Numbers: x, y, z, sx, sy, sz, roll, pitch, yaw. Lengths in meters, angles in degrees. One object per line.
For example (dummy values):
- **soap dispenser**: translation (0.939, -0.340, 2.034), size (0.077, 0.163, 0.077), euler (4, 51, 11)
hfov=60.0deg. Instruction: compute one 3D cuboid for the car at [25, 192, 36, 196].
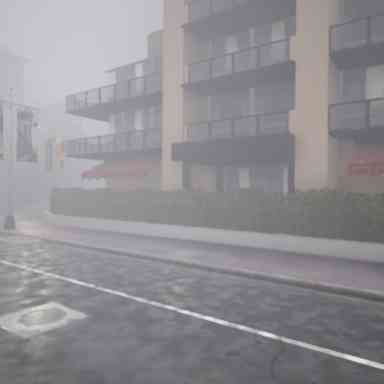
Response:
- **car**: translation (-37.286, 0.723, 73.246), size (4.892, 1.521, 2.231), euler (1, 0, 36)
